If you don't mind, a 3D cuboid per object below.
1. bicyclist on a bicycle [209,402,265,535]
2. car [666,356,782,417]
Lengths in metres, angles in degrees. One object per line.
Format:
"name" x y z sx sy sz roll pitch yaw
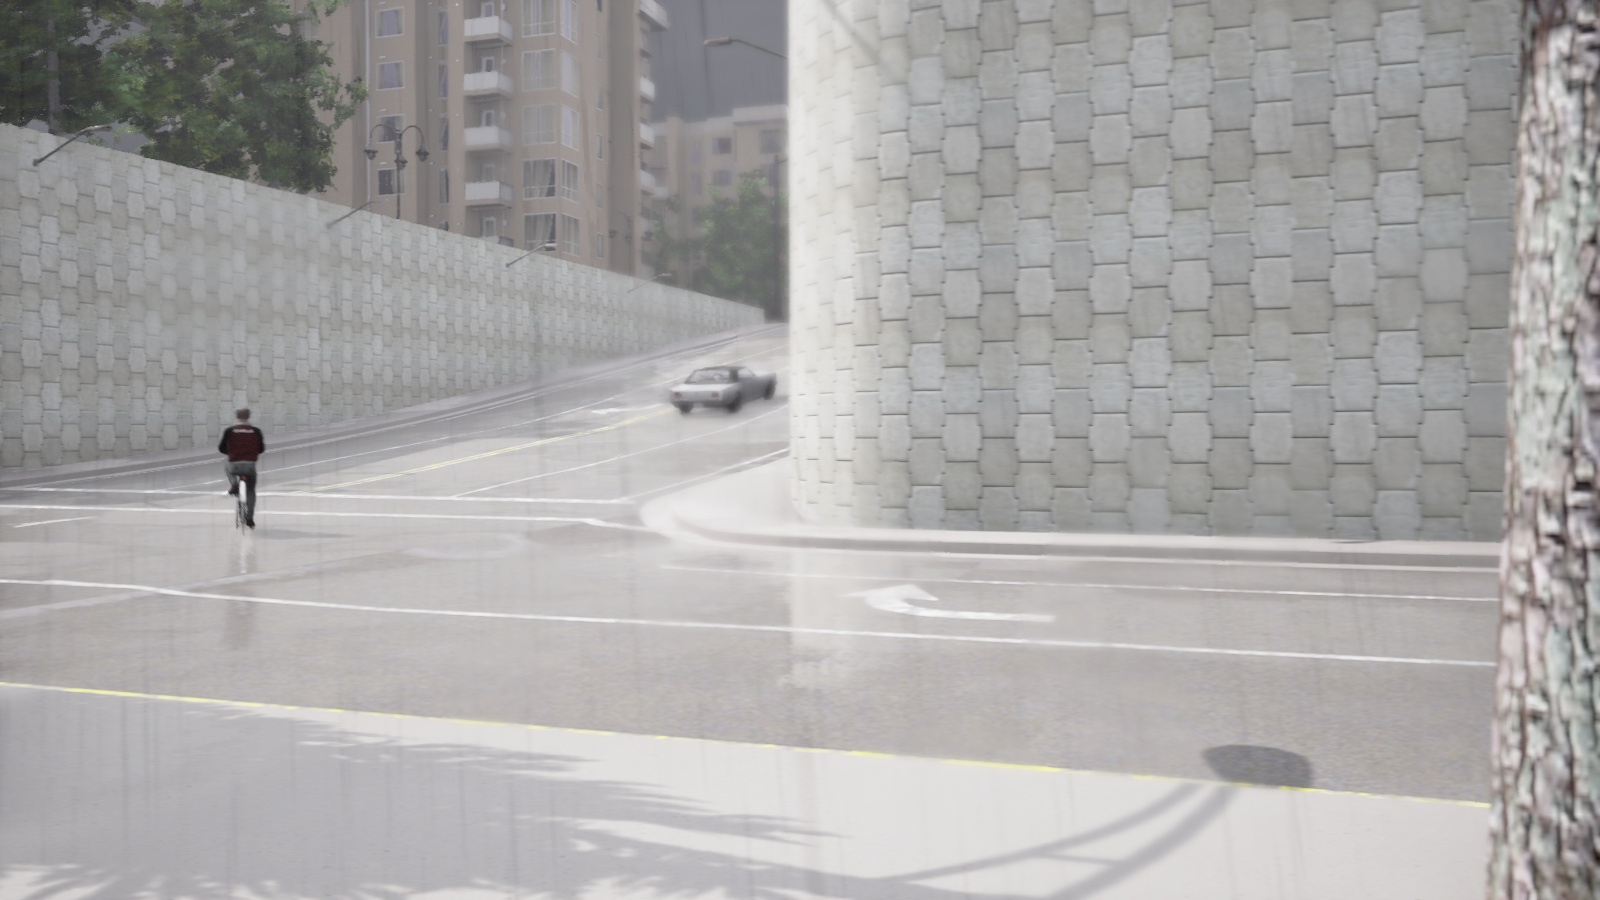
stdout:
"bicyclist on a bicycle" -7.957 0.220 17.722 0.659 1.776 1.843 1 1 -25
"car" -2.301 -2.035 39.508 1.895 1.301 4.718 1 10 20
